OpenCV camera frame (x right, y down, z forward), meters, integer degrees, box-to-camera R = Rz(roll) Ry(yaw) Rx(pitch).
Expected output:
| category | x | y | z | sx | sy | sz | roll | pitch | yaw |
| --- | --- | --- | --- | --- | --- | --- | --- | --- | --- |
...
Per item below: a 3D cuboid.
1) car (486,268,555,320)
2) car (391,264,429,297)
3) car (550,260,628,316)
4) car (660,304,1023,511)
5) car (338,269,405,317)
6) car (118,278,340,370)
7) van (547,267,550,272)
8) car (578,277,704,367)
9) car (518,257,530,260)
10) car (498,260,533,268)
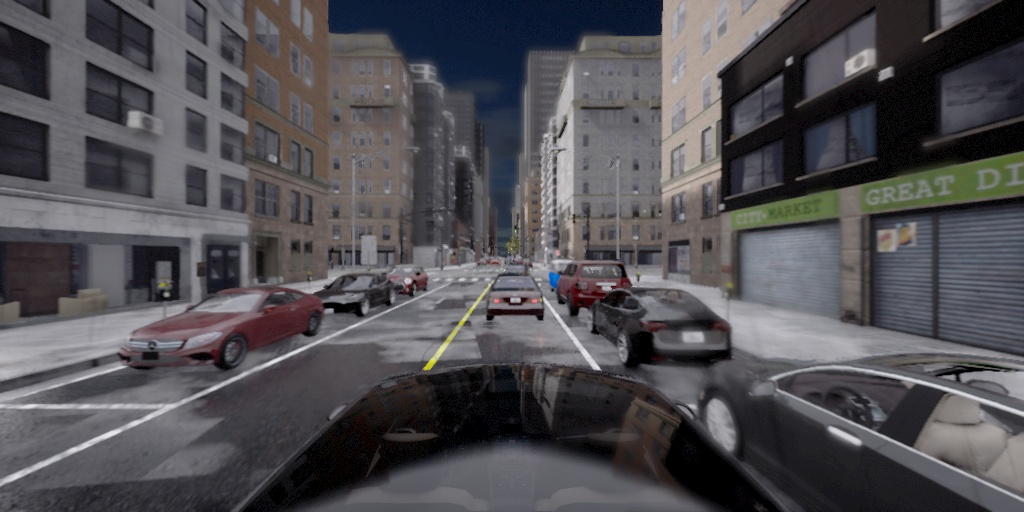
| category | x | y | z | sx | sy | sz | roll | pitch | yaw |
| --- | --- | --- | --- | --- | --- | --- | --- | --- | --- |
| car | 0.096 | 1.299 | 12.611 | 2.033 | 1.411 | 5.357 | 0 | 0 | 0 |
| car | -5.673 | 1.194 | 18.766 | 1.967 | 1.591 | 4.097 | 0 | 0 | 0 |
| car | 2.855 | 1.068 | 13.250 | 2.192 | 1.841 | 5.009 | 0 | 0 | 0 |
| car | 2.857 | 1.301 | 2.202 | 2.007 | 1.370 | 4.403 | 0 | 0 | 0 |
| car | -5.671 | 1.319 | 13.241 | 1.948 | 1.339 | 4.313 | 0 | 0 | 0 |
| car | -5.670 | 1.333 | 7.716 | 1.802 | 1.307 | 4.207 | 0 | 0 | 0 |
| van | 2.853 | 1.095 | 18.773 | 1.690 | 1.789 | 3.998 | 0 | 0 | 0 |
| car | 2.856 | 1.317 | 7.726 | 1.948 | 1.339 | 4.313 | 0 | 0 | 0 |
| car | 2.560 | 1.232 | 62.662 | 1.967 | 1.591 | 4.097 | 0 | 0 | -1 |
| car | 0.477 | 1.303 | 28.273 | 2.033 | 1.411 | 5.357 | 0 | 0 | 6 |
